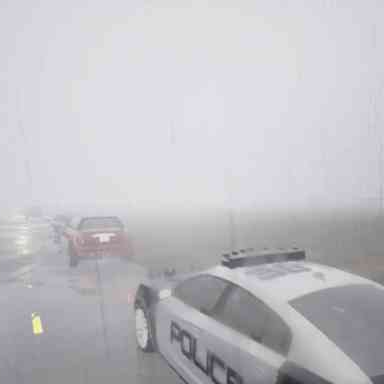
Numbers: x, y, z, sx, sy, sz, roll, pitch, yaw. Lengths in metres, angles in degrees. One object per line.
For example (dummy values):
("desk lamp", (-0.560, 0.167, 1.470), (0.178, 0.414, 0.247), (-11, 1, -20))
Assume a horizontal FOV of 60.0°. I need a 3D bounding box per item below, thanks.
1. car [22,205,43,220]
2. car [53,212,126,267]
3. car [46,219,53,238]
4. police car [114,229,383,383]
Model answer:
("car", (-17.956, 2.326, 37.802), (2.033, 1.411, 5.357), (0, -1, -27))
("car", (-3.836, 1.581, 12.679), (2.097, 1.767, 4.553), (0, -1, -28))
("car", (-6.645, 1.844, 18.011), (1.837, 1.490, 4.892), (0, -1, -28))
("police car", (0.762, 1.487, 3.955), (1.930, 1.638, 5.238), (0, -1, -28))
